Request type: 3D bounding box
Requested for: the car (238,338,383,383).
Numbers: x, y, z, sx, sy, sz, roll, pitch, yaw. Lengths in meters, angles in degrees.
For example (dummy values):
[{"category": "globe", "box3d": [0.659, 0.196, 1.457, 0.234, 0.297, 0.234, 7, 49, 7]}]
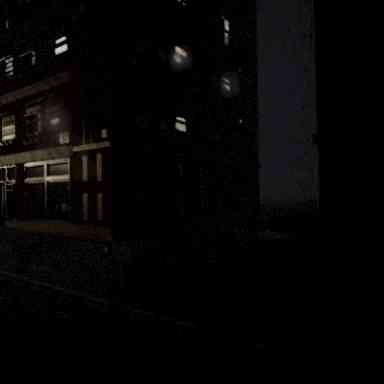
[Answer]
[{"category": "car", "box3d": [1.948, 1.439, 1.504, 4.097, 1.590, 1.967, 0, -1, 36]}]
